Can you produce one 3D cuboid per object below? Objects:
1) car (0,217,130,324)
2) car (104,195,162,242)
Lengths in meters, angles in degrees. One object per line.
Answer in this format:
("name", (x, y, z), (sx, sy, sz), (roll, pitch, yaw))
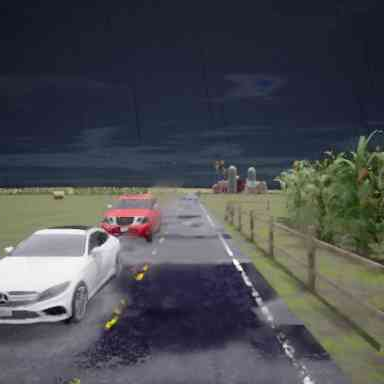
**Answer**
("car", (-2.769, 1.498, 7.211), (1.812, 1.442, 4.674), (0, 0, 0))
("car", (-2.743, 1.160, 16.323), (2.150, 2.045, 5.566), (0, 0, 0))
